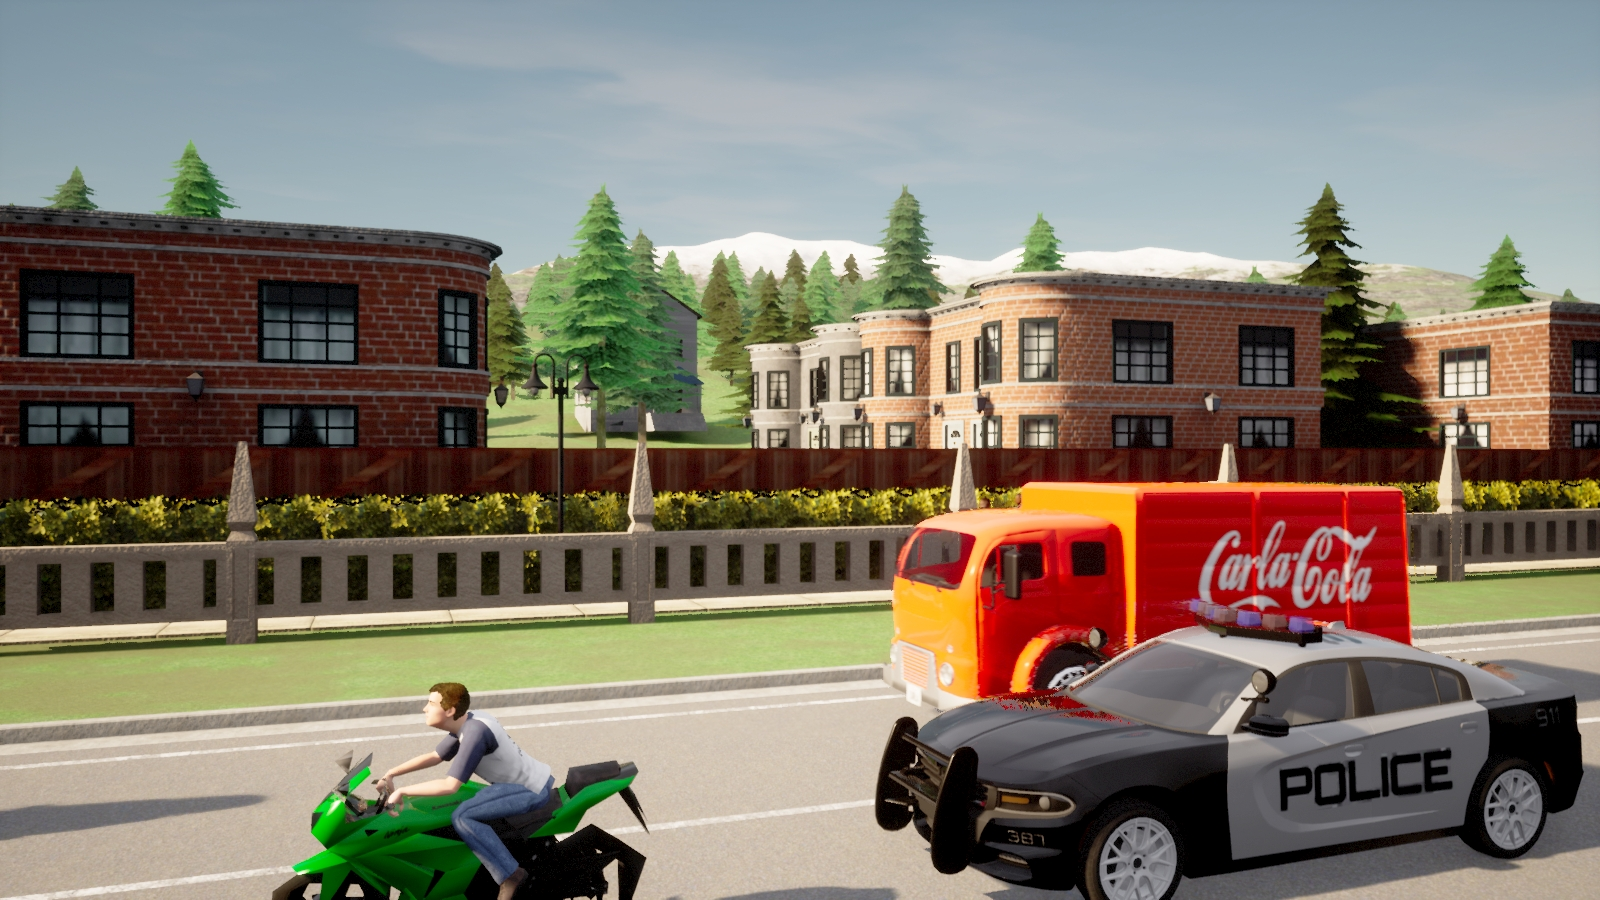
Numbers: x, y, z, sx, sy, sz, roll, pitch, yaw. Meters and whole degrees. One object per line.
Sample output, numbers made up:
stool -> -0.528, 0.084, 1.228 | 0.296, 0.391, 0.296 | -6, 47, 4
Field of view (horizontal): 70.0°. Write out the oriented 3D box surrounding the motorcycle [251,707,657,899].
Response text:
motorcycle -> -1.880, 2.186, 6.339 | 2.033, 1.199, 0.803 | 0, 0, -20

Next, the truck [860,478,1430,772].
truck -> 3.554, 1.573, 12.042 | 5.204, 2.467, 2.627 | 0, 0, -20

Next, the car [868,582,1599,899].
car -> 3.312, 1.984, 8.229 | 5.238, 1.638, 2.097 | 0, 0, -20

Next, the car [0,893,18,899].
car -> -3.997, 2.065, 1.846 | 4.193, 1.474, 1.816 | 0, 0, -20
